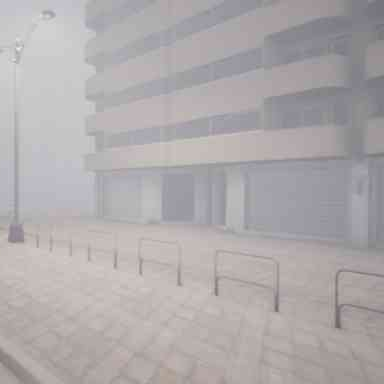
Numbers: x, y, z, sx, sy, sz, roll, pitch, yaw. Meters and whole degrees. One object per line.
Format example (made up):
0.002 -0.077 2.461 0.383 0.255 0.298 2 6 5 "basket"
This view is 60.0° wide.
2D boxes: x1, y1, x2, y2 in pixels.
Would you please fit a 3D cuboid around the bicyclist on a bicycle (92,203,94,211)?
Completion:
-8.931 1.108 31.402 1.656 1.620 0.582 0 0 41 "bicyclist on a bicycle"
